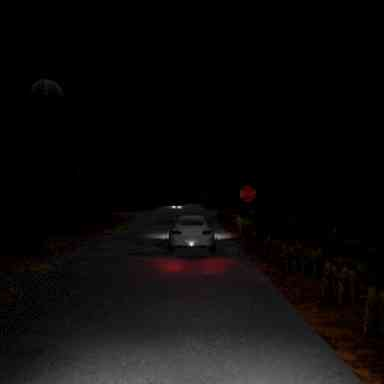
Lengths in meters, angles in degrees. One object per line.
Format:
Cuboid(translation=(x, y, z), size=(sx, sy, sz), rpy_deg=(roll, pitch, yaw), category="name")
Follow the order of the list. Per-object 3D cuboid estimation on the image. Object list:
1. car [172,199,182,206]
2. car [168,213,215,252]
Cuboid(translation=(-3.164, 2.160, 69.364), size=(2.128, 1.511, 4.902), rpy_deg=(0, -1, 0), category="car")
Cuboid(translation=(-0.009, 1.647, 14.391), size=(1.812, 1.442, 4.674), rpy_deg=(0, 0, 0), category="car")
